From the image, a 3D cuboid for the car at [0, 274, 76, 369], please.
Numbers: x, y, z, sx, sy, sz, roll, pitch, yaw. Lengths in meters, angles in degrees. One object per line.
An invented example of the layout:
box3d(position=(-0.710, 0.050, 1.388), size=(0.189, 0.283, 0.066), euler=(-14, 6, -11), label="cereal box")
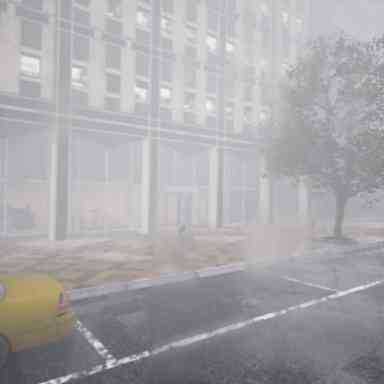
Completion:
box3d(position=(-3.924, 1.518, 3.830), size=(4.829, 1.417, 1.752), euler=(1, 0, -35), label="car")
